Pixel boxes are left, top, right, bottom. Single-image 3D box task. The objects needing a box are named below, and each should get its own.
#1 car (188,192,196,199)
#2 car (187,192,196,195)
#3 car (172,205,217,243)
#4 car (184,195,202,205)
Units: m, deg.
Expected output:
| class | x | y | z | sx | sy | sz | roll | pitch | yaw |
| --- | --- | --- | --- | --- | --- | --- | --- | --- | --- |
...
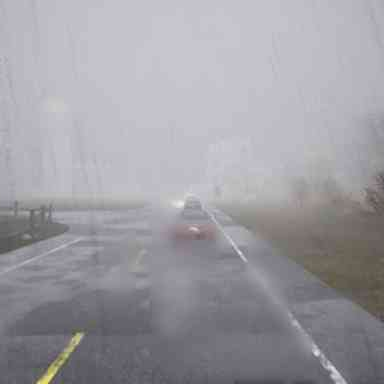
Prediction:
| class | x | y | z | sx | sy | sz | roll | pitch | yaw |
| --- | --- | --- | --- | --- | --- | --- | --- | --- | --- |
| car | -0.020 | 0.900 | 88.356 | 2.150 | 2.045 | 5.566 | 0 | 0 | 0 |
| car | -0.018 | 1.365 | 78.327 | 1.994 | 1.385 | 4.181 | 0 | 0 | 0 |
| car | 0.094 | 1.529 | 15.823 | 1.994 | 1.385 | 4.181 | 0 | 0 | 0 |
| car | 0.094 | 1.407 | 37.500 | 2.128 | 1.511 | 4.902 | 0 | 0 | 0 |
